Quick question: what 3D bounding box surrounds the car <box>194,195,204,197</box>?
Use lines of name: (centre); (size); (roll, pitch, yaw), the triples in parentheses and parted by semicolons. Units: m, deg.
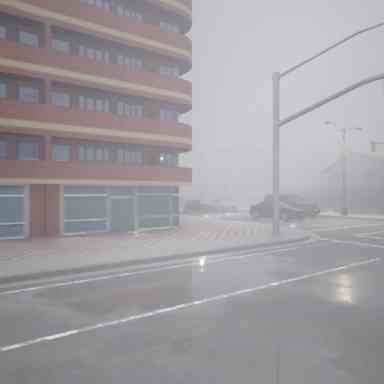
car: (0.787, 1.352, 62.494); (2.097, 1.767, 4.553); (0, 0, -35)

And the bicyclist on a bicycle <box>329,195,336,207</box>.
bicyclist on a bicycle: (19.354, 1.301, 45.898); (1.656, 1.620, 0.582); (0, 0, -35)

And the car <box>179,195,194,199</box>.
car: (-2.064, 1.526, 60.548); (1.812, 1.442, 4.674); (0, 0, -34)

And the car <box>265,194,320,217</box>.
car: (8.854, 1.221, 30.344); (2.150, 2.045, 5.566); (0, 0, -34)

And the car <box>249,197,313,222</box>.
car: (6.867, 1.478, 27.014); (1.882, 1.535, 5.008); (0, 0, -34)

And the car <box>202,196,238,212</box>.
car: (3.315, 1.526, 38.390); (1.812, 1.442, 4.674); (0, 0, -35)

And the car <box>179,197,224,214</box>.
car: (0.956, 1.525, 35.640); (1.812, 1.442, 4.674); (0, 0, -35)
